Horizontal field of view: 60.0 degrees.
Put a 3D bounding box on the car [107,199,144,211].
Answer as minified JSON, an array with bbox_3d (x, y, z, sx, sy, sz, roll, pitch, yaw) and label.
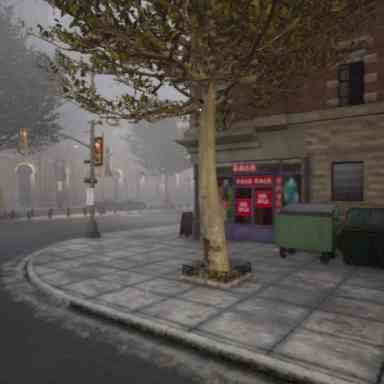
[{"bbox_3d":[-7.660,1.551,40.032,1.994,1.385,4.181,0,0,36],"label":"car"}]

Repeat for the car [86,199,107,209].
[{"bbox_3d":[-12.046,1.580,45.294,1.895,1.301,4.718,0,0,36],"label":"car"}]
